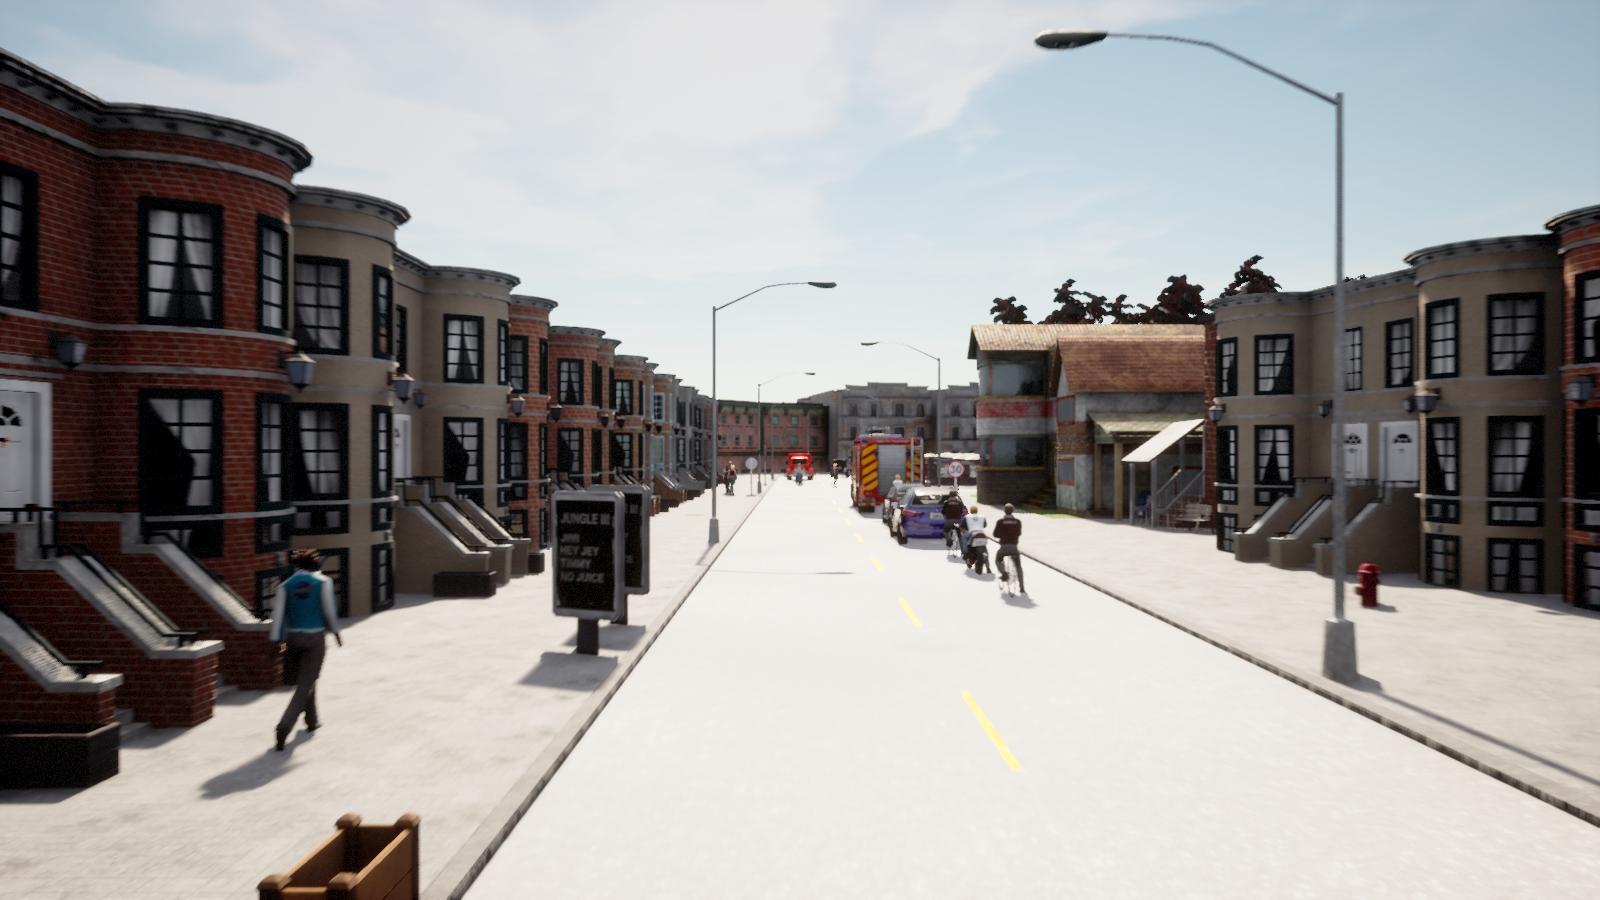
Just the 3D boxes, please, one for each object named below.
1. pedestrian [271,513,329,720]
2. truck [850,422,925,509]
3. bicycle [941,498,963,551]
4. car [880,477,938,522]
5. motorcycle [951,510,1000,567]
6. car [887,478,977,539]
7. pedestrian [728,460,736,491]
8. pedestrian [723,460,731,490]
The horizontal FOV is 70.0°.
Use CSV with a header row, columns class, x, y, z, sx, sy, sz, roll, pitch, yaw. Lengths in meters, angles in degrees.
class,x,y,z,sx,sy,sz,roll,pitch,yaw
pedestrian,-4.617,1.525,10.568,0.375,1.860,0.375,0,0,-1
truck,3.978,0.671,54.001,2.891,3.827,8.468,0,0,0
bicycle,3.983,1.940,30.079,0.329,1.271,1.835,0,0,0
car,3.993,1.800,42.342,1.789,1.549,3.705,0,0,0
motorcycle,3.991,1.993,26.167,0.803,1.145,2.033,0,0,0
car,3.989,1.747,35.331,2.242,1.667,4.611,0,0,0
pedestrian,-4.045,1.523,68.313,0.375,1.860,0.375,0,0,13
pedestrian,-4.447,1.524,69.587,0.375,1.860,0.375,0,0,11
